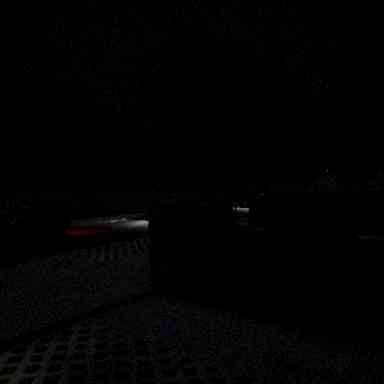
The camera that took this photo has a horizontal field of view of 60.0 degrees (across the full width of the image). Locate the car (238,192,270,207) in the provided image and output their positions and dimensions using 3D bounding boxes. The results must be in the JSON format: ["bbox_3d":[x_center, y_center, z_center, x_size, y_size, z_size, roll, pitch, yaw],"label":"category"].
[{"bbox_3d":[6.317,0.724,33.203,1.812,1.442,4.674,0,2,36],"label":"car"}]

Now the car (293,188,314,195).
[{"bbox_3d":[15.373,0.203,45.774,1.837,1.490,4.892,0,2,35],"label":"car"}]

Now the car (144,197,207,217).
[{"bbox_3d":[-0.885,1.069,23.092,2.033,1.411,5.357,0,2,36],"label":"car"}]

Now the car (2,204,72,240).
[{"bbox_3d":[-7.463,1.295,13.844,2.128,1.511,4.902,0,1,35],"label":"car"}]
